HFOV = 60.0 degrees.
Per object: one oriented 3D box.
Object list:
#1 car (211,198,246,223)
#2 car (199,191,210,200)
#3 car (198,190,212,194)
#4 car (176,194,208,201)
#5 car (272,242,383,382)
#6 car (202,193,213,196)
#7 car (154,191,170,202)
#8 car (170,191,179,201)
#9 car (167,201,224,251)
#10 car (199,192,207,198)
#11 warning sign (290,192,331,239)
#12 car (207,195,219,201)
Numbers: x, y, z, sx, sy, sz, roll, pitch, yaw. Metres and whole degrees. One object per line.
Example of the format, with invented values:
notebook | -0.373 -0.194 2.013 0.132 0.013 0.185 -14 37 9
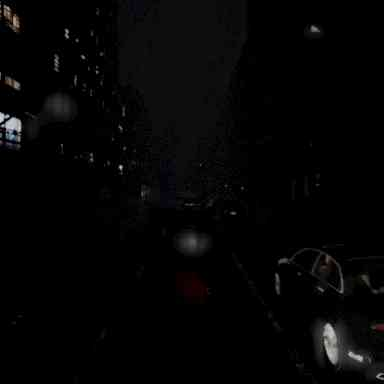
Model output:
car | 2.522 1.313 22.364 1.947 1.339 4.313 -1 1 0
car | 2.556 0.695 67.675 1.967 1.590 4.097 -1 1 0
car | 2.540 0.691 56.346 2.192 1.841 5.009 -1 1 0
car | 0.046 1.175 28.240 2.128 1.511 4.902 0 1 0
car | 2.523 1.488 5.372 2.008 1.369 4.403 -1 1 0
car | 2.522 1.112 39.356 2.008 1.369 4.403 -1 1 0
car | -5.328 0.814 56.581 1.967 1.590 4.097 -1 1 0
car | -2.807 0.915 58.666 1.994 1.385 4.181 0 1 0
car | 0.046 1.355 13.271 1.837 1.490 4.892 0 1 0
car | 2.553 0.680 79.004 1.887 1.381 4.507 -1 1 0
warning sign | 4.953 0.956 13.970 1.300 1.860 1.060 1 1 0
car | 2.522 1.230 28.028 1.887 1.381 4.507 -1 1 0
